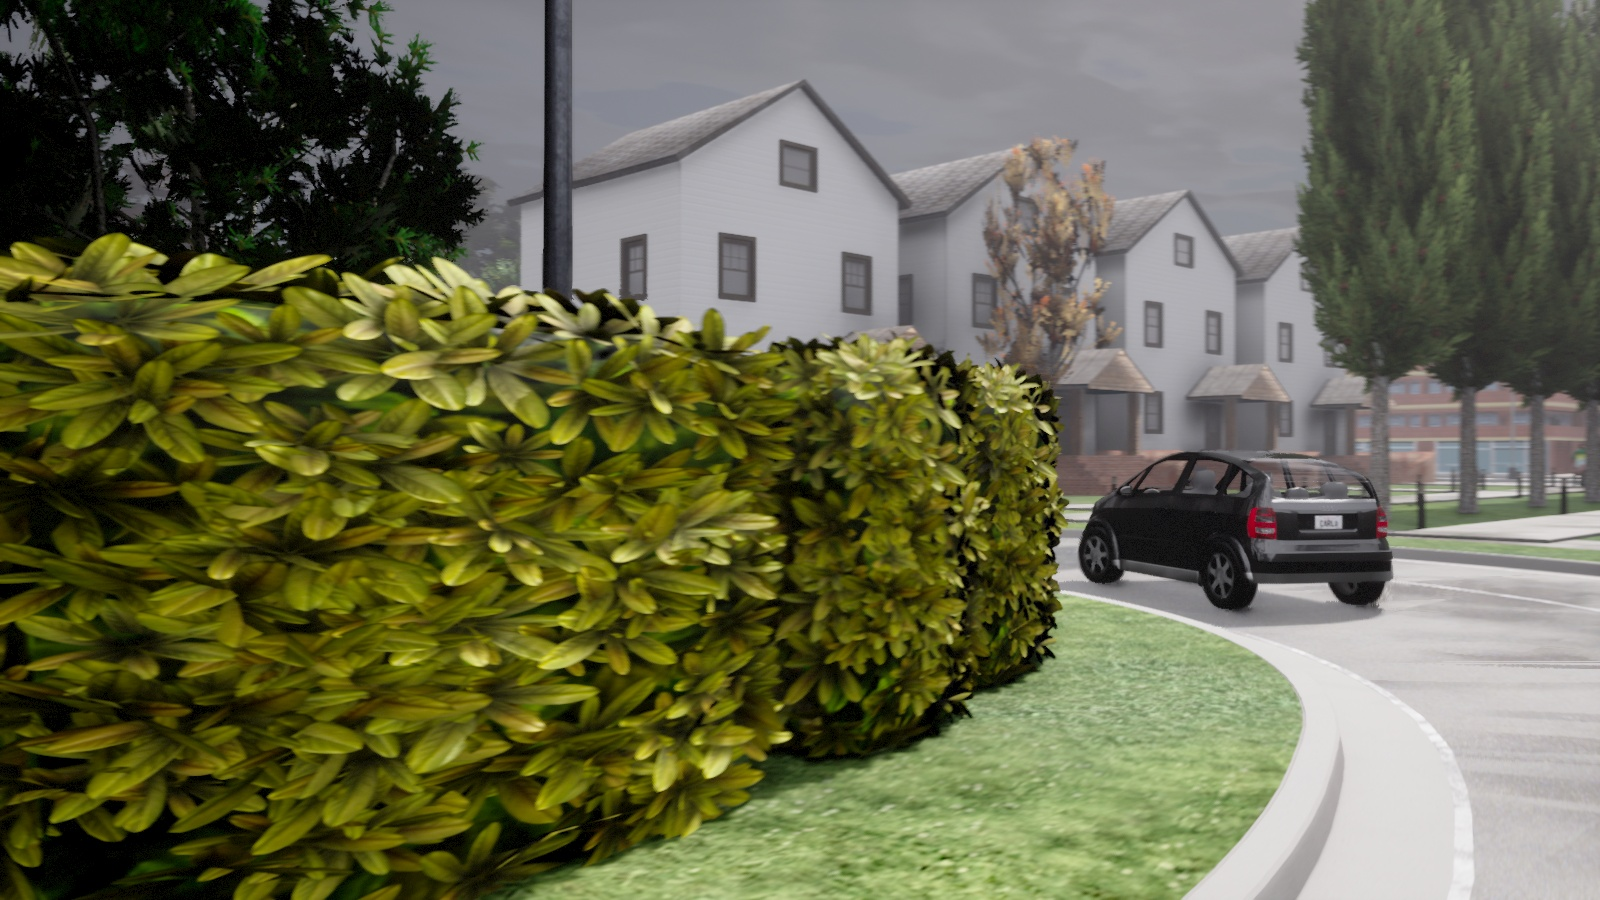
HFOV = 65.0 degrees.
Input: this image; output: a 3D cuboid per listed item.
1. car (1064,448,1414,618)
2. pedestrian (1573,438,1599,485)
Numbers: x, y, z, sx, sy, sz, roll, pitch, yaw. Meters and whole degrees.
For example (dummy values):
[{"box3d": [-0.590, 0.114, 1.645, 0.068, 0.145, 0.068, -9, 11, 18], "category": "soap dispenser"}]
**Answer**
[{"box3d": [4.500, 0.771, 13.502, 1.789, 1.549, 3.705, 0, 0, -15], "category": "car"}, {"box3d": [32.372, 0.470, 51.713, 0.873, 1.952, 0.659, 0, 0, -42], "category": "pedestrian"}]
